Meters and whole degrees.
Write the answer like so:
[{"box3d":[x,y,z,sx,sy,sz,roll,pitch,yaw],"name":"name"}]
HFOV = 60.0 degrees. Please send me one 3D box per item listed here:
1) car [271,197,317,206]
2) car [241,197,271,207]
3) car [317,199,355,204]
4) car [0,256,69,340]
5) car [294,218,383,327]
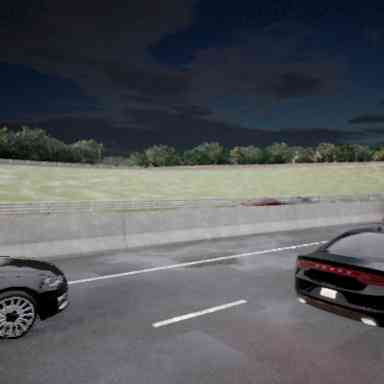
[{"box3d":[10.403,1.308,32.620,4.892,1.490,1.837,0,0,-35],"name":"car"},{"box3d":[7.306,1.290,34.725,5.008,1.535,1.882,-1,0,-35],"name":"car"},{"box3d":[13.919,1.353,30.811,4.181,1.385,1.994,-1,0,-35],"name":"car"},{"box3d":[-4.428,1.499,4.897,4.902,1.511,2.128,-1,0,-35],"name":"car"},{"box3d":[4.166,1.418,6.644,5.008,1.535,1.882,-1,0,-35],"name":"car"}]
